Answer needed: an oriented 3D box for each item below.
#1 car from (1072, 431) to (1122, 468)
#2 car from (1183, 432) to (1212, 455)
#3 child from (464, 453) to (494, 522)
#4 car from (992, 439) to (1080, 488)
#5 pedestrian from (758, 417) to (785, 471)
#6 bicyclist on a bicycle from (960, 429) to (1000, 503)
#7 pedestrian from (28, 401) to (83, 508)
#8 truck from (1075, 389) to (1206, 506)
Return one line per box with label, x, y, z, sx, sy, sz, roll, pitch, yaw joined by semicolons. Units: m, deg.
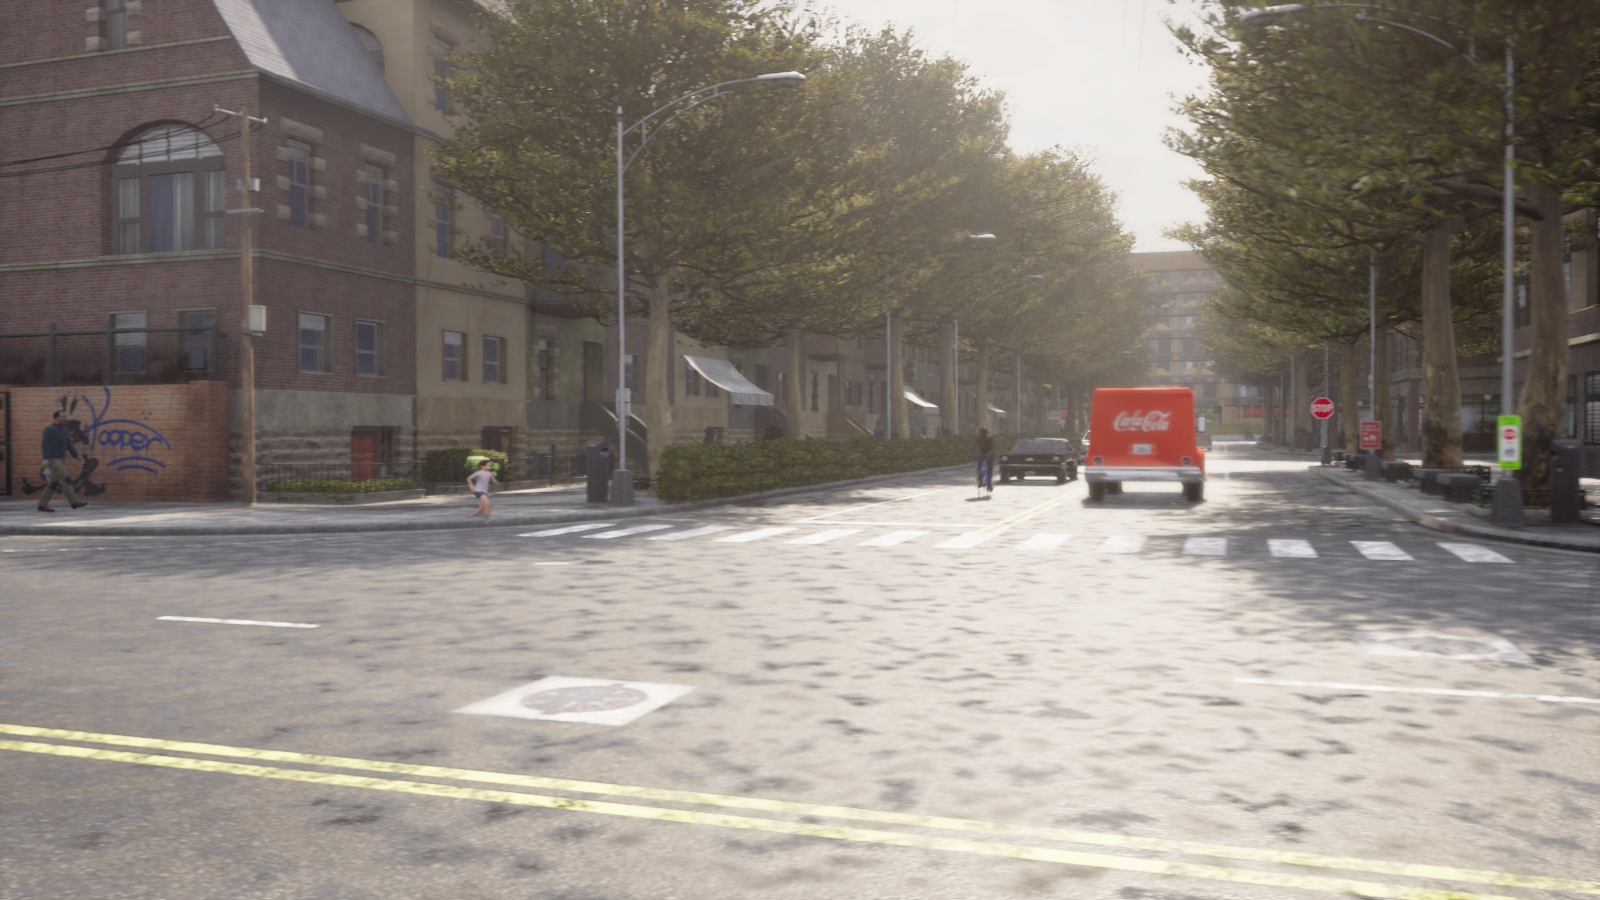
car;13.011;-0.031;54.888;1.789;1.549;3.705;1;1;19
car;27.230;-0.477;85.948;1.789;1.549;3.705;1;1;19
child;-5.229;0.600;20.434;0.394;1.110;0.255;1;1;19
car;7.086;0.351;37.358;1.895;1.301;4.718;1;1;19
pedestrian;-0.974;-0.217;43.061;0.634;1.844;0.899;1;1;21
bicyclist on a bicycle;4.098;0.335;28.491;0.582;1.620;1.656;1;1;19
pedestrian;-13.052;0.075;22.019;0.726;1.842;0.402;0;1;1
truck;8.090;-0.105;29.403;2.627;2.467;5.204;1;1;19
